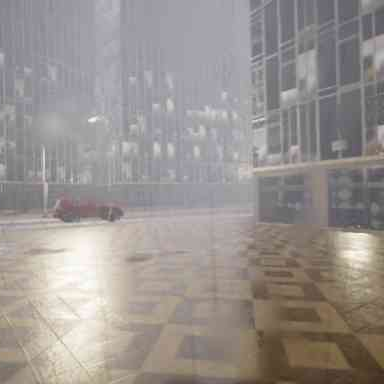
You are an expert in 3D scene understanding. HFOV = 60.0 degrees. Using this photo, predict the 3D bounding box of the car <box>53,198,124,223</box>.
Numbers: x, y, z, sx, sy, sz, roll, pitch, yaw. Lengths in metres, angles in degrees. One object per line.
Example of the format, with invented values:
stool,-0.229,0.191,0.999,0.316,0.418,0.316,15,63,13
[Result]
car,-7.641,1.321,24.612,5.009,1.841,2.192,0,-1,-36
